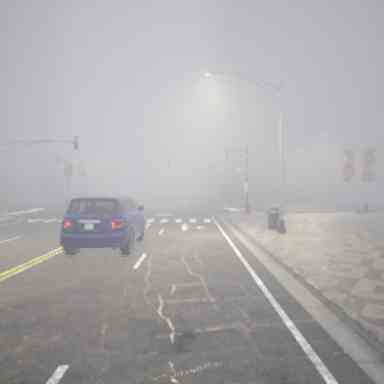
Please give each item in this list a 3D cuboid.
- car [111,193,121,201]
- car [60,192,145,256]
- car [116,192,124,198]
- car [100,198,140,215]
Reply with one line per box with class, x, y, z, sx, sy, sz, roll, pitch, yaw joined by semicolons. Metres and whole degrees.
car;-15.681;1.005;68.744;1.812;1.442;4.674;0;0;-9
car;-3.149;1.119;12.733;2.150;2.045;5.566;0;0;-1
car;-18.329;0.762;84.963;1.882;1.535;5.008;0;0;-9
car;-6.819;1.313;31.323;1.994;1.385;4.181;0;0;-38
